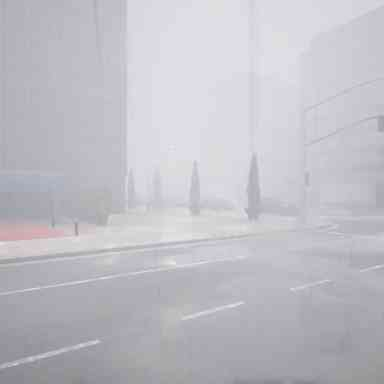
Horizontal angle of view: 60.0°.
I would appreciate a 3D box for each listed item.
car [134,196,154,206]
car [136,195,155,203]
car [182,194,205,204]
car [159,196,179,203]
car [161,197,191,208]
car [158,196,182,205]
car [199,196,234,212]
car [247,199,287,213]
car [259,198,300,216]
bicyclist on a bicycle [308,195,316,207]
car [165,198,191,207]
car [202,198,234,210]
[{"bbox_3d":[-8.199,1.526,55.646,1.812,1.442,4.674,0,0,-34],"label":"car"},{"bbox_3d":[-9.891,1.520,70.420,2.128,1.511,4.902,0,0,-35],"label":"car"},{"bbox_3d":[0.256,1.352,62.167,2.097,1.767,4.553,0,0,-35],"label":"car"},{"bbox_3d":[-4.875,1.601,69.501,1.895,1.301,4.718,0,0,-35],"label":"car"},{"bbox_3d":[-2.648,1.547,47.623,2.033,1.411,5.357,0,0,-35],"label":"car"},{"bbox_3d":[-4.170,1.547,62.396,2.033,1.411,5.357,0,0,-35],"label":"car"},{"bbox_3d":[2.922,1.491,39.622,2.128,1.511,4.902,0,0,-35],"label":"car"},{"bbox_3d":[8.433,1.564,37.833,1.994,1.385,4.181,0,0,-35],"label":"car"},{"bbox_3d":[8.123,1.352,32.152,2.097,1.767,4.553,0,0,-35],"label":"car"},{"bbox_3d":[16.852,1.301,46.709,1.656,1.620,0.582,0,0,-35],"label":"bicyclist on a bicycle"},{"bbox_3d":[-2.298,1.601,53.257,1.895,1.301,4.718,0,0,-35],"label":"car"},{"bbox_3d":[3.429,1.526,45.021,1.812,1.442,4.674,0,0,-35],"label":"car"}]
